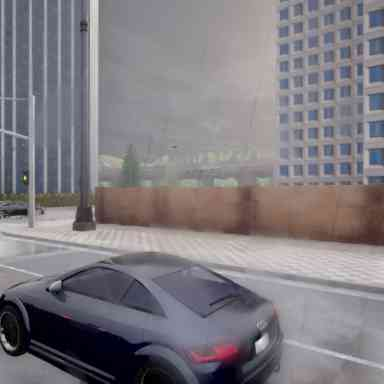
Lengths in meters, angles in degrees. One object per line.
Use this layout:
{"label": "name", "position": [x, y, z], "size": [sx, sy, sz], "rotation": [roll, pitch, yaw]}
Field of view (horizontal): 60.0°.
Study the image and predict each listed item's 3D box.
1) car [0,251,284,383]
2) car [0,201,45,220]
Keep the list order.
{"label": "car", "position": [-0.909, 1.564, 4.651], "size": [4.181, 1.385, 1.994], "rotation": [0, 0, 35]}
{"label": "car", "position": [-14.975, 1.491, 28.253], "size": [2.128, 1.511, 4.902], "rotation": [0, 0, 35]}
